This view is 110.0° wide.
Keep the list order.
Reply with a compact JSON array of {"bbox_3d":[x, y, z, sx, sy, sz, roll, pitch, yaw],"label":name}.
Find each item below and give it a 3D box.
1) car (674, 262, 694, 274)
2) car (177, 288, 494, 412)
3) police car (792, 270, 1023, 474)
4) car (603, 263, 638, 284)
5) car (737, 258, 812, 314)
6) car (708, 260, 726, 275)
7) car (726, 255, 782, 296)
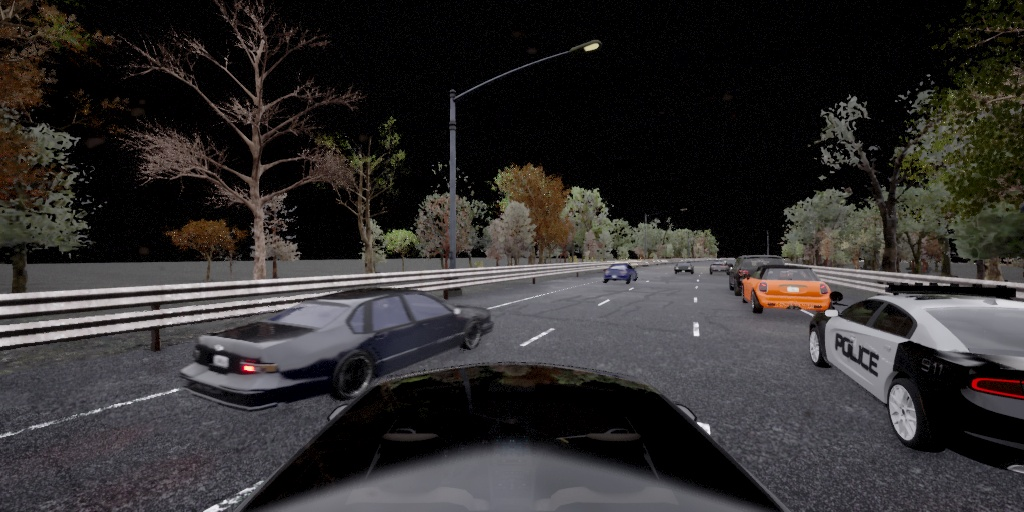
[{"bbox_3d":[19.567,1.370,40.626,1.895,1.301,4.718,0,0,29],"label":"car"},{"bbox_3d":[-2.355,1.297,6.520,2.033,1.411,5.357,0,0,26],"label":"car"},{"bbox_3d":[5.640,1.175,4.751,1.930,1.638,5.238,0,0,26],"label":"police car"},{"bbox_3d":[8.302,1.282,27.272,1.812,1.442,4.674,0,0,28],"label":"car"},{"bbox_3d":[10.025,1.102,13.443,2.097,1.767,4.553,0,0,27],"label":"car"},{"bbox_3d":[22.698,1.261,39.218,2.128,1.511,4.902,0,0,30],"label":"car"},{"bbox_3d":[12.774,0.978,18.758,2.150,2.045,5.566,0,0,28],"label":"car"}]
